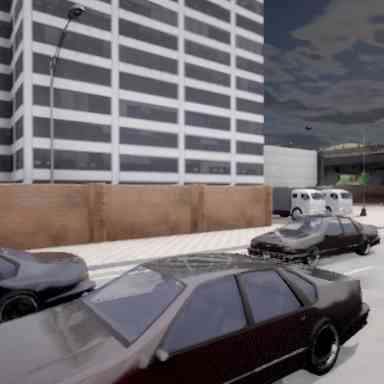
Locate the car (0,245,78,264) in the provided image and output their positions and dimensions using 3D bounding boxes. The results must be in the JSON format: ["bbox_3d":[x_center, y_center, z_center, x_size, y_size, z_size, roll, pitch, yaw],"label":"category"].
[{"bbox_3d":[-4.325,1.550,5.205,5.357,1.411,2.033,0,0,-35],"label":"car"}]

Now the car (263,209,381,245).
[{"bbox_3d":[4.387,1.507,11.407,5.357,1.411,2.033,0,0,-35],"label":"car"}]

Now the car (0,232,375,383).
[{"bbox_3d":[0.041,1.539,4.020,5.357,1.411,2.033,0,0,-36],"label":"car"}]
